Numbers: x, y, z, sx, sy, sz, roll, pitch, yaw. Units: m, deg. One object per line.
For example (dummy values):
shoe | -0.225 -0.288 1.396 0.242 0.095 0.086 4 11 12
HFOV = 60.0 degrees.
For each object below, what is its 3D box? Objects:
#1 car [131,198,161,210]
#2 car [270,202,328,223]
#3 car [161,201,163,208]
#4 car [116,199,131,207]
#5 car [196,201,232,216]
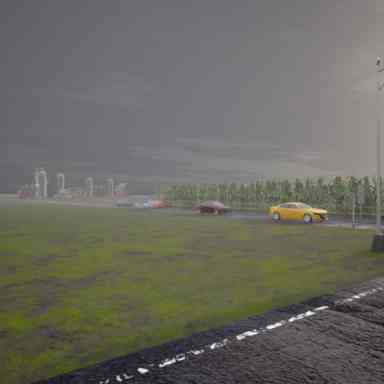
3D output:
car | -7.120 2.008 50.704 1.895 1.301 4.718 0 -1 -34
car | 8.706 1.627 27.419 1.882 1.535 5.008 0 -1 -34
car | -6.681 1.802 55.227 2.097 1.767 4.553 0 -1 -34
car | -13.329 2.123 64.969 1.994 1.385 4.181 0 -1 -34
car | 2.370 1.729 36.704 1.882 1.535 5.008 0 -1 -34
